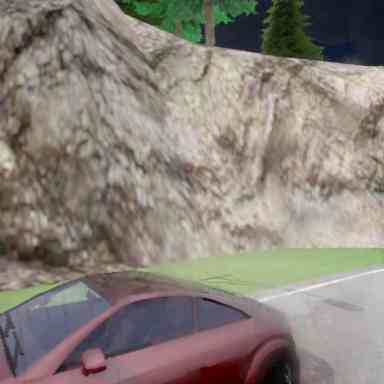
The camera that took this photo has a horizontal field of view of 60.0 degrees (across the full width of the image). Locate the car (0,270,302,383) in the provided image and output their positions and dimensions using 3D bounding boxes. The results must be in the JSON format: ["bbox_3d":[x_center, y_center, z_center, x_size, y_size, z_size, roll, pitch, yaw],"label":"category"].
[{"bbox_3d":[-0.857,1.578,3.277,4.181,1.385,1.994,1,-1,-35],"label":"car"}]
